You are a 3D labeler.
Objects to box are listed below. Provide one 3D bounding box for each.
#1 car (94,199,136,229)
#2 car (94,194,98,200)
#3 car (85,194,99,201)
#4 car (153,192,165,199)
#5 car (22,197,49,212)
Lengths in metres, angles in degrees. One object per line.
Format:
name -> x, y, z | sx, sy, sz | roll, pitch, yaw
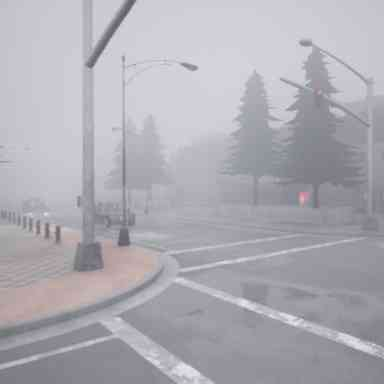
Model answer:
car -> -5.378, 1.473, 21.548 | 2.128, 1.511, 4.902 | 0, 0, -37
car -> -22.216, 1.289, 72.733 | 1.845, 1.501, 3.633 | 0, 0, -37
car -> -24.255, 1.288, 80.465 | 1.970, 1.475, 3.806 | 0, 0, -37
car -> -7.227, 0.936, 83.717 | 1.932, 1.855, 4.605 | 0, 0, -37
car -> -18.049, 1.334, 38.379 | 2.097, 1.767, 4.553 | 0, 0, -37
